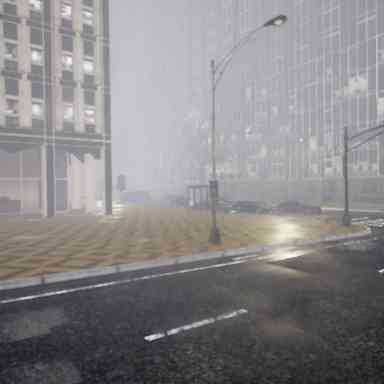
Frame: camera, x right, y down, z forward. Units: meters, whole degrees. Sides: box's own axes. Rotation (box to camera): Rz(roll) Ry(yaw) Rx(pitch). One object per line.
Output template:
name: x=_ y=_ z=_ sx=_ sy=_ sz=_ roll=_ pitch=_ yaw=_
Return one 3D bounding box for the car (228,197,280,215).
car: x=5.827 y=1.399 z=31.640 sx=1.947 sy=1.339 sz=4.313 roll=-1 pitch=1 yaw=-34

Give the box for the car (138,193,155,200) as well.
car: x=-9.587 y=0.901 z=69.290 sx=1.802 sy=1.307 sz=4.206 roll=-1 pitch=1 yaw=-34

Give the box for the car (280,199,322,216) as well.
car: x=9.775 y=1.377 z=30.666 sx=1.994 sy=1.385 sz=4.181 roll=-1 pitch=1 yaw=-34

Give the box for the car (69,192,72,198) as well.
car: x=-29.330 y=0.688 z=83.335 sx=1.967 sy=1.590 sz=4.097 roll=-1 pitch=1 yaw=-34

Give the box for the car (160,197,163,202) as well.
car: x=-3.658 y=1.002 z=56.008 sx=1.837 sy=1.490 sz=4.892 roll=-1 pitch=1 yaw=-34

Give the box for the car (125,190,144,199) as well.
car: x=-12.793 y=0.580 z=73.979 sx=2.192 sy=1.841 sz=5.009 roll=-1 pitch=1 yaw=-34

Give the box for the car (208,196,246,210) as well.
car: x=4.019 y=1.247 z=39.089 sx=1.812 sy=1.442 sz=4.674 roll=-1 pitch=1 yaw=-34

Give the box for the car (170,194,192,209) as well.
car: x=-0.522 y=1.295 z=41.070 sx=1.947 sy=1.339 sz=4.313 roll=-1 pitch=1 yaw=-34

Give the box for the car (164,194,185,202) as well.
car: x=-3.175 y=1.008 z=59.903 sx=1.802 sy=1.307 sz=4.206 roll=-1 pitch=1 yaw=-34

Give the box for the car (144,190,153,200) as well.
car: x=-10.100 y=0.613 z=65.406 sx=2.150 sy=2.045 sz=5.566 roll=-1 pitch=1 yaw=-34

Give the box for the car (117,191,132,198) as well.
car: x=-15.999 y=0.651 z=78.674 sx=1.967 sy=1.590 sz=4.097 roll=-1 pitch=1 yaw=-34

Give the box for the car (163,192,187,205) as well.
car: x=-1.824 y=1.131 z=47.670 sx=1.837 sy=1.490 sz=4.892 roll=-1 pitch=1 yaw=-34

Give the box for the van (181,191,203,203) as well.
van: x=0.030 y=0.820 z=55.207 sx=1.690 sy=1.788 sz=3.998 roll=-1 pitch=1 yaw=-34

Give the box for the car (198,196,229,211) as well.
car: x=2.635 y=1.363 z=36.345 sx=1.802 sy=1.307 sz=4.206 roll=-1 pitch=1 yaw=-34

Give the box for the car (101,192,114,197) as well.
car: x=-22.411 y=0.654 z=88.061 sx=2.008 sy=1.369 sz=4.403 roll=-1 pitch=1 yaw=-34

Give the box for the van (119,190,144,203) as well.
van: x=-10.095 y=0.912 z=55.175 sx=1.690 sy=1.788 sz=3.998 roll=-1 pitch=1 yaw=-34

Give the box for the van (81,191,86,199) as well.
van: x=-26.125 y=0.643 z=78.641 sx=1.690 sy=1.788 sz=3.998 roll=-1 pitch=1 yaw=-34

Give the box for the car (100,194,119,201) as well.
car: x=-16.507 y=1.015 z=64.564 sx=2.008 sy=1.369 sz=4.403 roll=-1 pitch=1 yaw=-34
